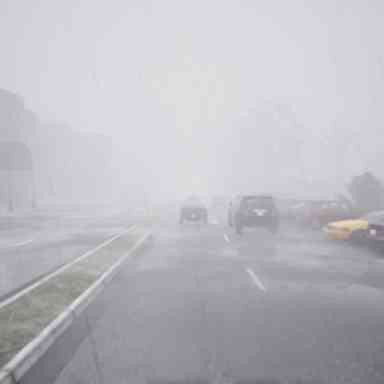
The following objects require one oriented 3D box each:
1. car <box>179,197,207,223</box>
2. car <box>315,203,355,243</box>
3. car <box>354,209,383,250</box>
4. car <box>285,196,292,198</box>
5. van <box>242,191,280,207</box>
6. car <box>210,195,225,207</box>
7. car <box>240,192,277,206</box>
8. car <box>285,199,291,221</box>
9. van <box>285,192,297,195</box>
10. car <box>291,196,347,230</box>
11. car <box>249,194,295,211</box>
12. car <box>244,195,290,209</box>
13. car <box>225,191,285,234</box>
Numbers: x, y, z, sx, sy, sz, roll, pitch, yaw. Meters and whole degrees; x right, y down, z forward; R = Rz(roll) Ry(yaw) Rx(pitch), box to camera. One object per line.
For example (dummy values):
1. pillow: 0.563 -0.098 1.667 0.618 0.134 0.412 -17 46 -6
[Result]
1. car: 0.109 1.374 24.275 1.882 1.535 5.008 0 1 0
2. car: 8.626 1.448 14.710 5.366 1.575 1.946 0 0 0
3. car: 8.836 1.494 11.949 4.792 1.488 2.163 0 0 0
4. car: 8.807 1.369 28.486 4.792 1.488 2.163 0 1 0
5. van: 8.745 0.908 42.256 4.442 1.987 1.878 0 1 0
6. car: 3.426 1.117 43.502 2.128 1.511 4.902 0 1 0
7. car: 8.897 0.952 45.010 4.553 1.767 2.185 0 1 0
8. car: 8.824 1.433 22.975 4.674 1.452 2.002 0 1 0
9. van: 8.963 1.043 33.987 4.442 1.987 1.878 0 1 0
10. car: 8.791 1.293 20.212 4.553 1.767 2.185 0 1 0
11. car: 8.821 1.101 36.873 4.553 1.767 2.185 0 1 0
12. car: 8.851 1.184 39.502 4.892 1.521 2.231 0 1 0
13. car: 3.382 1.163 19.123 2.150 2.045 5.566 0 0 0
